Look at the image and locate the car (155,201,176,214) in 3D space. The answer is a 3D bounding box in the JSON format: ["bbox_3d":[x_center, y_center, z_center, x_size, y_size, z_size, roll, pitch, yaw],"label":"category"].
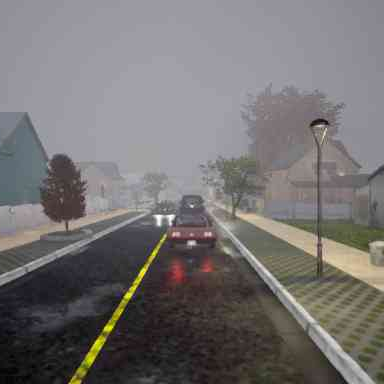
[{"bbox_3d":[-2.750,1.638,35.663,1.994,1.385,4.181,0,0,0],"label":"car"}]

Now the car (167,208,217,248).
[{"bbox_3d":[0.001,1.621,14.685,1.895,1.301,4.718,0,0,0],"label":"car"}]

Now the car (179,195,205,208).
[{"bbox_3d":[0.001,1.284,29.689,2.150,2.045,5.566,0,0,0],"label":"car"}]
